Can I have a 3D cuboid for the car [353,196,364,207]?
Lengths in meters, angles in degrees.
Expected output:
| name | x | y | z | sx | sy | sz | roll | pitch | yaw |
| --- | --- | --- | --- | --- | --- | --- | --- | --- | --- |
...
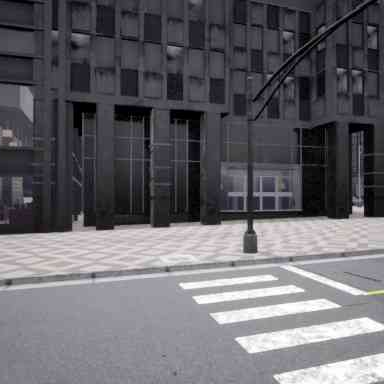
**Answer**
| name | x | y | z | sx | sy | sz | roll | pitch | yaw |
| --- | --- | --- | --- | --- | --- | --- | --- | --- | --- |
| car | 20.711 | 1.247 | 44.167 | 1.837 | 1.490 | 4.892 | 0 | -1 | -17 |
